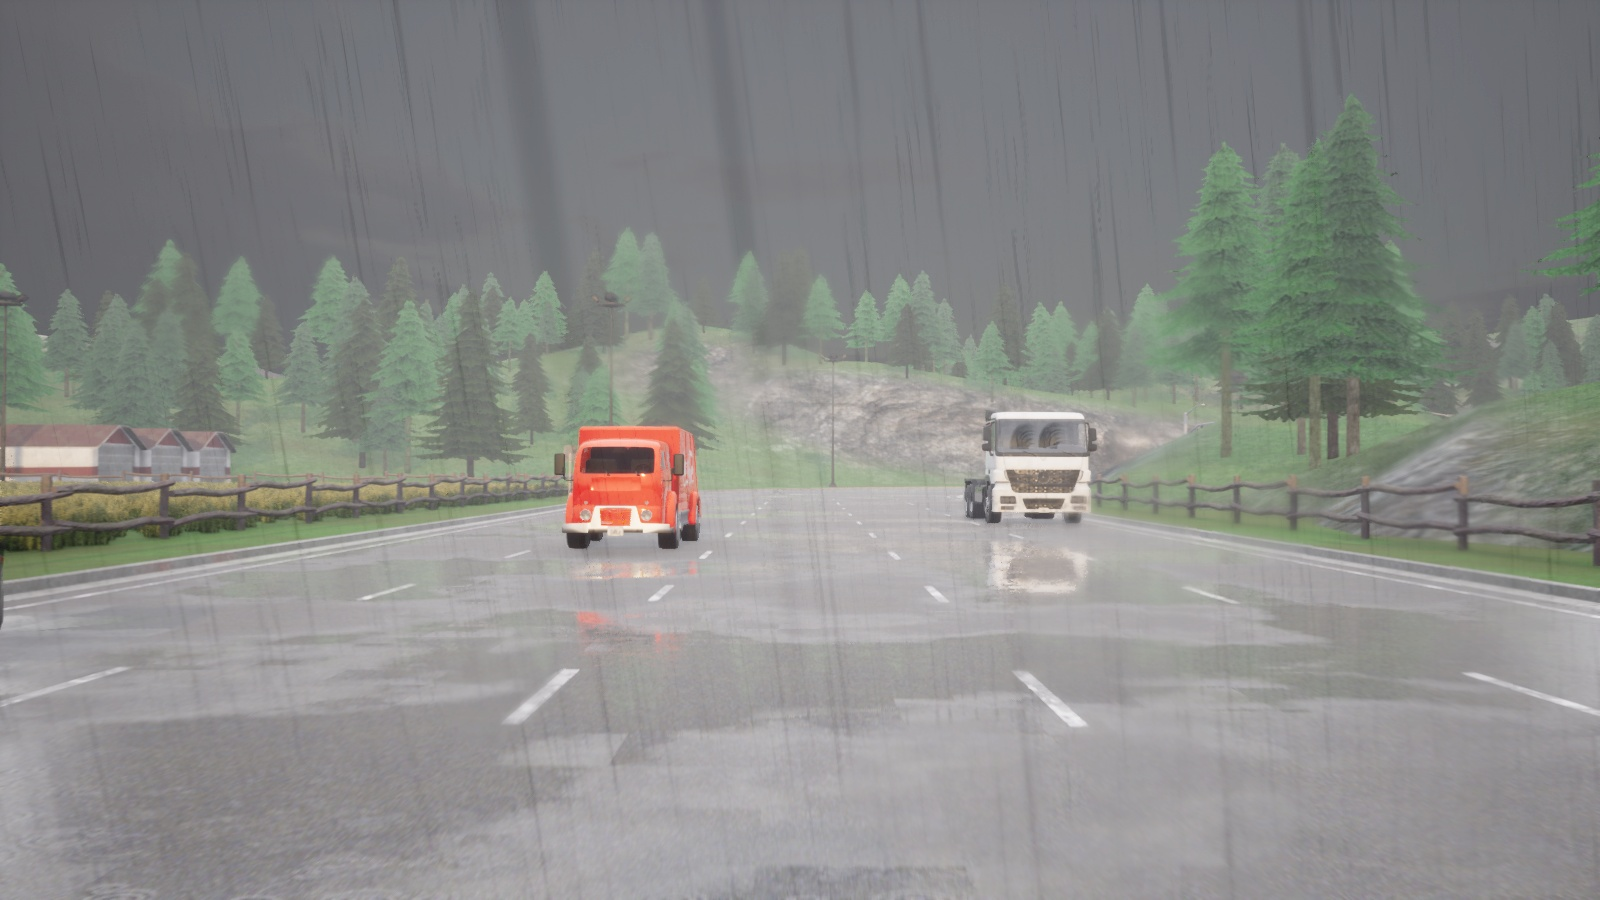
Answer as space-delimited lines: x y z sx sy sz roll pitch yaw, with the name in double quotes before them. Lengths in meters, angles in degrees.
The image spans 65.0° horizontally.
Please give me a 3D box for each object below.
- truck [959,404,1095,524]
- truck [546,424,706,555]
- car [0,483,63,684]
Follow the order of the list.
"truck" 7.055 0.478 40.219 2.891 3.462 7.936 0 -1 0
"truck" -3.479 0.783 26.346 2.627 2.467 5.204 0 -1 0
"car" -7.025 0.972 7.716 2.163 1.488 4.792 0 -1 0
